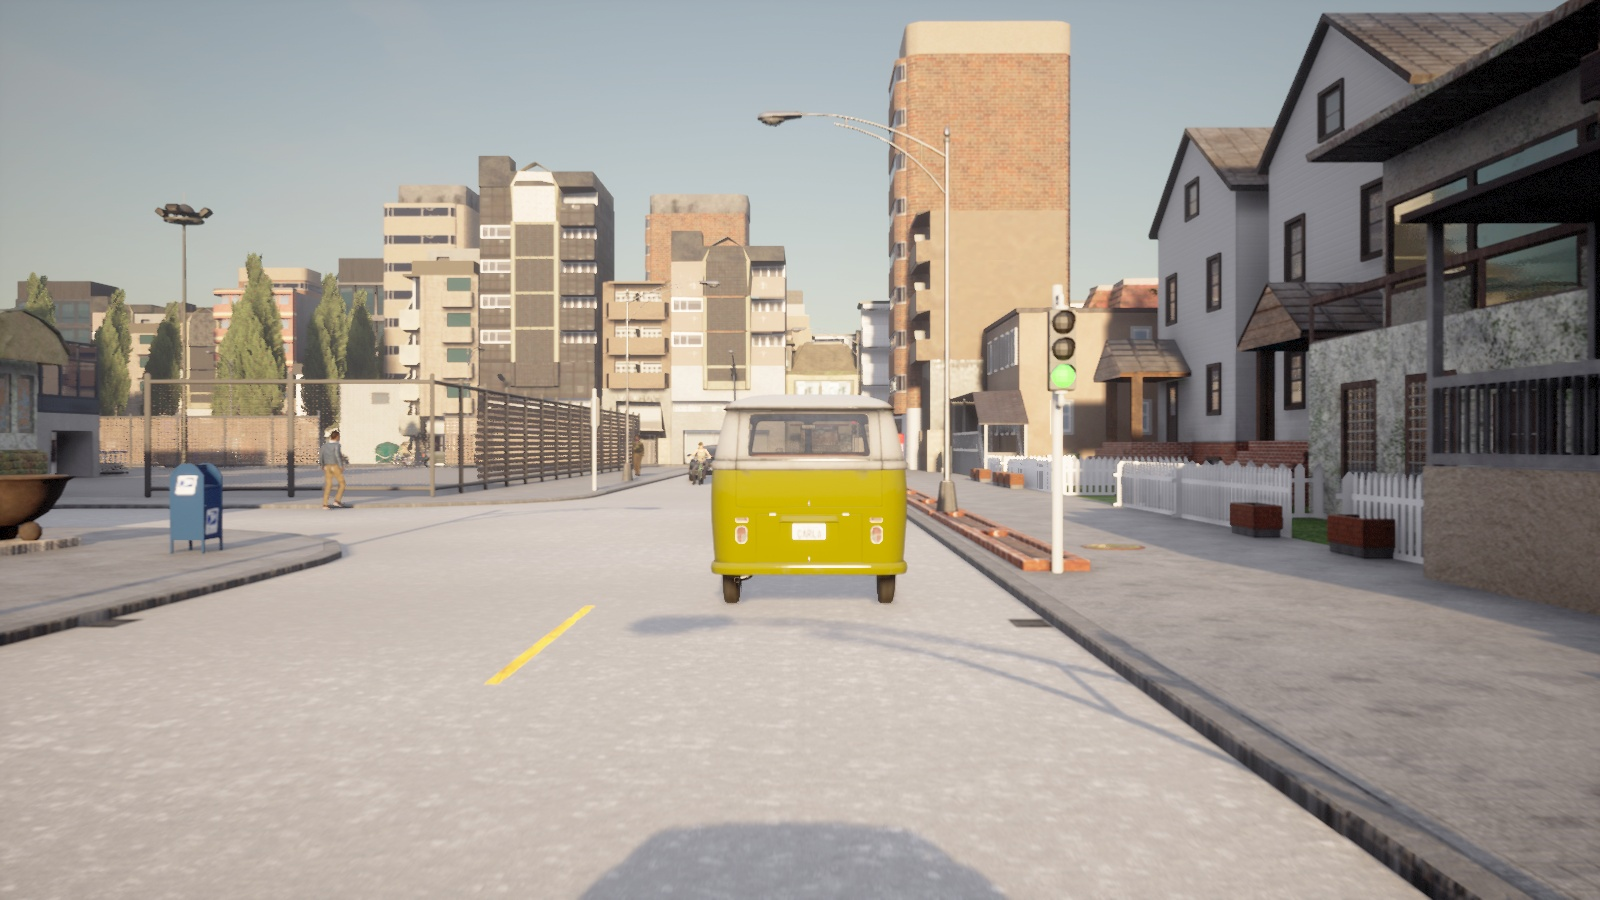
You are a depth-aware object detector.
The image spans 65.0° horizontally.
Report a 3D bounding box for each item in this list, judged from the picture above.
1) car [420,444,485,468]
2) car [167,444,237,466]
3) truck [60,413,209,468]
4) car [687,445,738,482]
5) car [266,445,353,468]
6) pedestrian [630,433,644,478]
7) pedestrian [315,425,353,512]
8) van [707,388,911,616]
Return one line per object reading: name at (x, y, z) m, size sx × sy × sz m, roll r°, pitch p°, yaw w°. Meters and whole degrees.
car at (-22.390, 0.381, 80.921) m, size 3.705 × 1.549 × 1.789 m, roll 0°, pitch 0°, yaw 0°
car at (-40.465, 0.336, 85.005) m, size 3.806 × 1.475 × 1.970 m, roll 0°, pitch 0°, yaw 0°
truck at (-42.381, -0.593, 80.202) m, size 7.936 × 3.462 × 2.891 m, roll 0°, pitch 0°, yaw -13°
car at (-3.678, 0.533, 53.465) m, size 1.837 × 1.490 × 4.892 m, roll 0°, pitch 0°, yaw 0°
car at (-31.602, 0.399, 80.969) m, size 4.892 × 1.490 × 1.837 m, roll 0°, pitch 0°, yaw 1°
pedestrian at (-7.131, 0.229, 54.949) m, size 0.395 × 1.930 × 0.692 m, roll 0°, pitch 0°, yaw 13°
pedestrian at (-10.649, 0.412, 28.716) m, size 0.423 × 1.949 × 0.788 m, roll 0°, pitch 0°, yaw 18°
van at (0.091, 0.446, 13.159) m, size 1.775 × 1.987 × 4.442 m, roll 0°, pitch 0°, yaw 0°
